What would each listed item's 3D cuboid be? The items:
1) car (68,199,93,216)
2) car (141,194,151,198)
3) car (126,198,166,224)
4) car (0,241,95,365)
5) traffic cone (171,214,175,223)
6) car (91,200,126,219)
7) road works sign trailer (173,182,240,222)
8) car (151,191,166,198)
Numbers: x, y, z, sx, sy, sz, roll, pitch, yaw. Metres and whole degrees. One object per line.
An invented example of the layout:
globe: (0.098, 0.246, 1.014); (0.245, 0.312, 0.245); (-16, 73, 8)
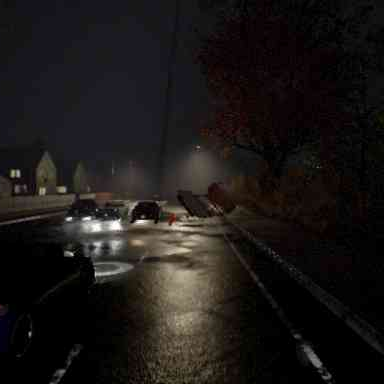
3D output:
car: (-9.860, 1.357, 30.735); (1.812, 1.442, 4.674); (0, 0, 0)
car: (-9.758, 1.074, 72.184); (2.033, 1.411, 5.357); (0, 0, 0)
car: (-3.151, 1.397, 23.703); (1.812, 1.442, 4.674); (0, 0, 0)
car: (-3.151, 1.533, 5.772); (1.994, 1.385, 4.181); (0, 0, 0)
traffic cone: (-1.383, 1.842, 20.781); (0.340, 0.580, 0.340); (0, 0, 0)
car: (-6.602, 1.449, 27.729); (1.895, 1.301, 4.718); (0, 0, 0)
road works sign trailer: (0.684, 0.967, 21.906); (3.560, 2.880, 2.380); (4, 39, -50)
car: (-6.509, 0.796, 68.057); (2.150, 2.045, 5.566); (0, 0, 0)
